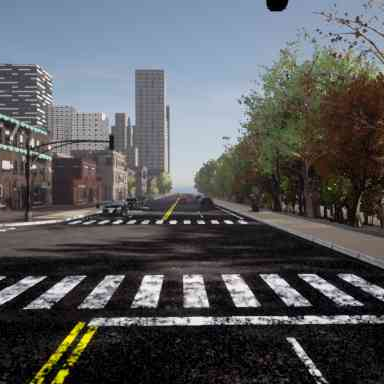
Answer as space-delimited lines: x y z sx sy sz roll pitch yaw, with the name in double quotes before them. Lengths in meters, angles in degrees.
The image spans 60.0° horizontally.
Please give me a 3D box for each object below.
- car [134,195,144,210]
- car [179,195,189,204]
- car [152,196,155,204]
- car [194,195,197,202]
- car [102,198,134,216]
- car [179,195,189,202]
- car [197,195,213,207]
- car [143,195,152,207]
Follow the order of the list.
"car" -7.607 1.491 42.032 1.837 1.490 4.892 0 0 -1
"car" -1.527 1.540 62.760 1.994 1.385 4.181 0 0 -1
"car" -8.052 1.467 61.989 2.128 1.511 4.902 0 0 -1
"car" 1.477 1.471 73.019 1.837 1.490 4.892 0 0 -1
"car" -7.380 1.481 32.474 2.128 1.511 4.902 0 0 -1
"car" -1.771 1.343 72.760 2.033 1.411 5.357 0 0 -1
"car" 2.125 1.460 50.564 1.882 1.535 5.008 0 0 -1
"car" -7.843 1.334 51.727 2.097 1.767 4.553 0 0 -1
